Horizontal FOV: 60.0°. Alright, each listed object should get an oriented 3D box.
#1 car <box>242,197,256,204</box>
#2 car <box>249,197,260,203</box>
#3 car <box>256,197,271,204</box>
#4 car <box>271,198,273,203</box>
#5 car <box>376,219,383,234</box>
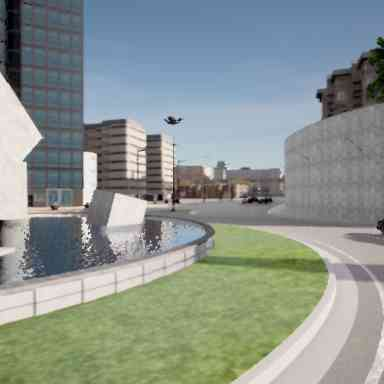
[{"bbox_3d":[12.548,2.039,75.347,2.128,1.511,4.902,-1,0,19],"label":"car"},{"bbox_3d":[15.987,1.990,85.180,1.882,1.535,5.008,-1,0,19],"label":"car"},{"bbox_3d":[16.127,1.989,74.978,1.837,1.490,4.892,-1,0,19],"label":"car"},{"bbox_3d":[19.567,2.022,84.811,2.128,1.511,4.902,-1,0,19],"label":"car"},{"bbox_3d":[11.207,1.606,16.004,2.033,1.411,5.357,0,0,-2],"label":"car"}]
